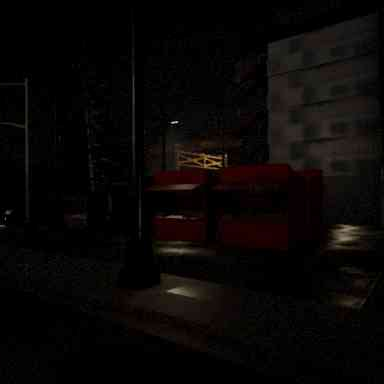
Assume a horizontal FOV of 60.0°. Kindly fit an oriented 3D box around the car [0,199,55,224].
[{"bbox_3d":[-12.922,1.491,26.298,2.097,1.767,4.553,-1,-1,36],"label":"car"}]

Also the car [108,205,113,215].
[{"bbox_3d":[-7.041,1.664,34.378,1.812,1.442,4.674,-1,-1,36],"label":"car"}]
